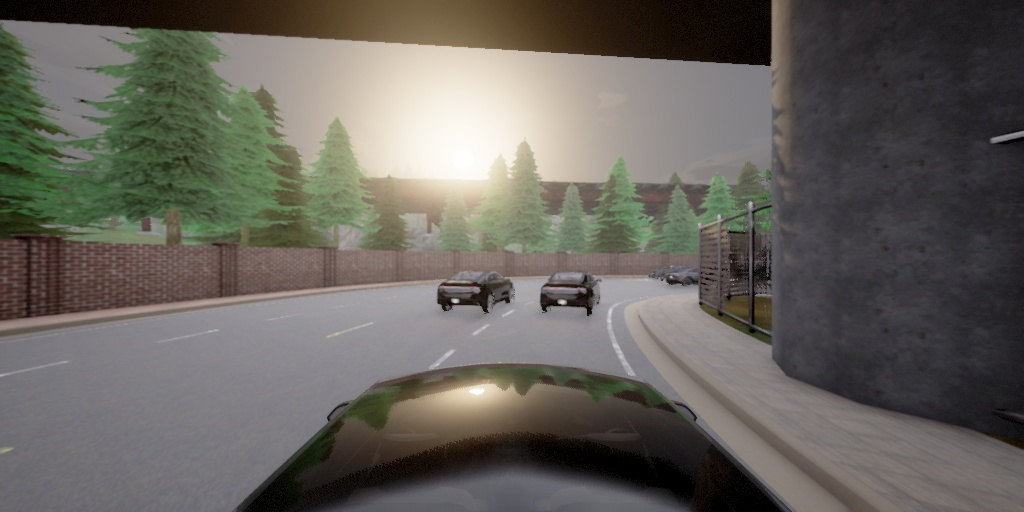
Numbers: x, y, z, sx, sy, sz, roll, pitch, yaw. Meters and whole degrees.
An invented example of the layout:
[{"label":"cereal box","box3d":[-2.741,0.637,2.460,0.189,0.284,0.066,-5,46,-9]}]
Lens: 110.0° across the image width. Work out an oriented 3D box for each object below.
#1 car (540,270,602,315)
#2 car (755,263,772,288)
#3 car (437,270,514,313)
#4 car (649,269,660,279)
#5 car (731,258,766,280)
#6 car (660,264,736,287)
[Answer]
[{"label":"car","box3d":[2.425,1.312,14.161,2.128,1.511,4.902,0,0,18]},{"label":"car","box3d":[18.705,1.407,23.030,4.892,1.490,1.837,0,0,-7]},{"label":"car","box3d":[-1.268,1.303,14.378,2.128,1.511,4.902,0,0,15]},{"label":"car","box3d":[15.102,1.471,33.336,4.674,1.442,1.812,0,0,-8]},{"label":"car","box3d":[18.777,1.161,30.295,5.566,2.045,2.150,0,0,-7]},{"label":"car","box3d":[13.279,1.467,25.748,4.181,1.385,1.994,0,0,-9]}]
